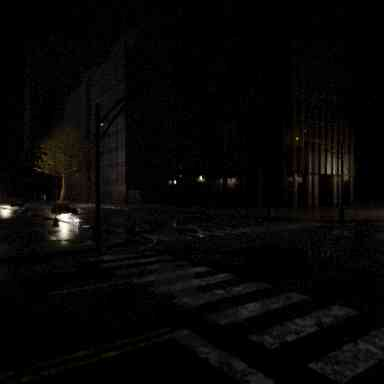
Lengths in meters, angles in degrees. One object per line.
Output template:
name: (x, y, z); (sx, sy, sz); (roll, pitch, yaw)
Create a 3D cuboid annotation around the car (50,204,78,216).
car: (-14.105, 1.931, 36.714); (1.895, 1.301, 4.718); (0, -1, -36)

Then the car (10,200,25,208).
car: (-32.864, 2.168, 62.591); (2.033, 1.411, 5.357); (0, 0, -36)
